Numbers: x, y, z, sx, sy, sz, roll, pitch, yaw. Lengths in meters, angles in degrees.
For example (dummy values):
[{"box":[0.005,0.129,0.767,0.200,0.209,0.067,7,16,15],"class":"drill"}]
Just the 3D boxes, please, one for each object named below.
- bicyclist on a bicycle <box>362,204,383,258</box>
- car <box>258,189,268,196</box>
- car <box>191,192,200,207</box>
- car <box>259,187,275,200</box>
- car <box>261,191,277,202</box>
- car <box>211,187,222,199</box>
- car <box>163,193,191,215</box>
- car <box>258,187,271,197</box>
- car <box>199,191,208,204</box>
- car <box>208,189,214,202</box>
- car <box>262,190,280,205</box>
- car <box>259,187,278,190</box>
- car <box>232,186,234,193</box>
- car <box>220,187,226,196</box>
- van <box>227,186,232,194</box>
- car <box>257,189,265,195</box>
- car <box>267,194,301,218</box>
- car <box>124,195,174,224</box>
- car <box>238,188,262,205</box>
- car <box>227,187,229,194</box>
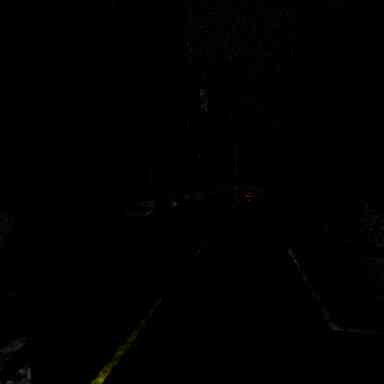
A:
[{"box":[5.927,1.158,10.054,1.656,1.620,0.582,-9,0,10],"class":"bicyclist on a bicycle"},{"box":[14.587,0.083,68.592,1.752,1.417,4.829,1,1,10],"class":"car"},{"box":[-0.678,0.850,31.042,1.802,1.307,4.206,1,1,10],"class":"car"},{"box":[11.628,0.216,51.763,2.192,1.841,5.009,1,1,10],"class":"car"},{"box":[10.648,0.581,46.216,1.947,1.339,4.313,1,1,10],"class":"car"},{"box":[3.231,0.351,53.253,1.887,1.381,4.507,1,1,10],"class":"car"},{"box":[-1.654,0.826,25.485,1.967,1.590,4.097,1,1,10],"class":"car"},{"box":[13.583,-0.012,62.869,2.192,1.841,5.009,1,1,10],"class":"car"},{"box":[0.270,0.679,36.425,1.752,1.417,4.829,1,1,10],"class":"car"},{"box":[1.276,0.601,42.147,1.947,1.339,4.313,1,1,10],"class":"car"},{"box":[8.694,0.791,35.112,1.887,1.381,4.507,1,1,10],"class":"car"},{"box":[9.674,0.445,40.659,2.192,1.841,5.009,1,1,10],"class":"car"},{"box":[9.095,-0.407,86.569,1.967,1.590,4.097,1,1,10],"class":"car"},{"box":[4.211,0.007,58.801,2.192,1.841,5.009,1,1,10],"class":"car"},{"box":[8.119,-0.404,81.014,1.690,1.788,3.998,1,1,10],"class":"van"},{"box":[16.511,-0.068,79.531,1.802,1.307,4.206,1,1,10],"class":"car"},{"box":[6.740,1.048,24.007,1.947,1.339,4.313,1,1,10],"class":"car"},{"box":[-2.633,1.089,19.936,1.802,1.307,4.206,1,1,10],"class":"car"},{"box":[6.753,0.640,38.886,2.128,1.511,4.902,1,1,10],"class":"car"},{"box":[6.163,0.047,69.912,1.802,1.307,4.206,1,1,10],"class":"car"}]
